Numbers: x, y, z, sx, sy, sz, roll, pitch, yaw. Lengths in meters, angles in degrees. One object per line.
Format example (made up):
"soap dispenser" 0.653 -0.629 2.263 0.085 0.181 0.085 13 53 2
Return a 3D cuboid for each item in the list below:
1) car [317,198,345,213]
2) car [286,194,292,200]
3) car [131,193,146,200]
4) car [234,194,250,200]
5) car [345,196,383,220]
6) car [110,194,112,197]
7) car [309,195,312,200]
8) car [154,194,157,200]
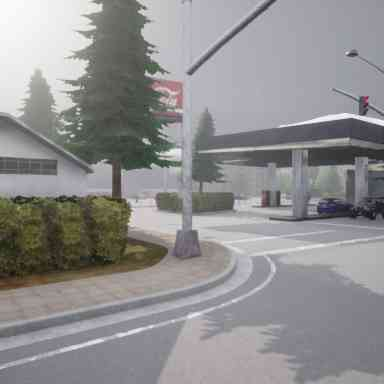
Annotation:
"car" 15.293 1.480 35.350 4.611 1.667 2.242 0 0 -36
"car" 26.378 1.330 84.840 2.152 1.636 5.027 0 0 -36
"car" -14.005 1.153 87.322 2.152 1.636 5.027 0 0 -36
"car" 12.285 1.319 84.055 1.845 1.501 3.633 0 0 -36
"car" 15.127 1.313 28.220 3.866 1.878 1.905 0 0 -36
"car" -17.801 1.298 75.424 2.007 1.523 4.514 0 0 -36
"car" 28.881 1.339 86.732 2.007 1.523 4.514 0 0 -36
"car" -6.293 1.097 71.430 1.932 1.855 4.605 0 0 -36
